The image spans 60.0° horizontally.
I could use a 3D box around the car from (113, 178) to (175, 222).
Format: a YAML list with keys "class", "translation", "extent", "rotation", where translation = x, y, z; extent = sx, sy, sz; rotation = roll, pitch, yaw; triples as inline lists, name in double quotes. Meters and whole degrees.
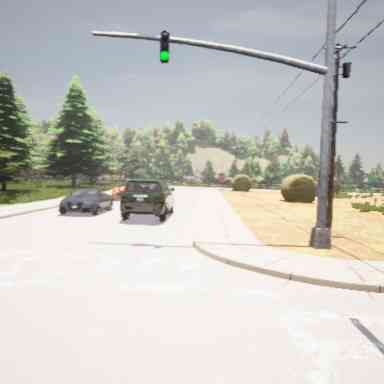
- class: "car"
  translation: [-2.208, 0.316, 17.692]
  extent: [2.150, 2.045, 5.566]
  rotation: [2, 3, 3]

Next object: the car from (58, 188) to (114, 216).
- class: "car"
  translation: [-5.863, 0.485, 18.863]
  extent: [1.994, 1.385, 4.181]
  rotation: [2, 3, 3]

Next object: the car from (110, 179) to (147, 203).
- class: "car"
  translation: [-5.365, -0.174, 28.674]
  extent: [2.097, 1.767, 4.553]
  rotation: [2, 3, 3]

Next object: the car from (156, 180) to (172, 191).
- class: "car"
  translation: [-4.213, -0.983, 50.276]
  extent: [1.812, 1.442, 4.674]
  rotation: [2, 2, 3]
